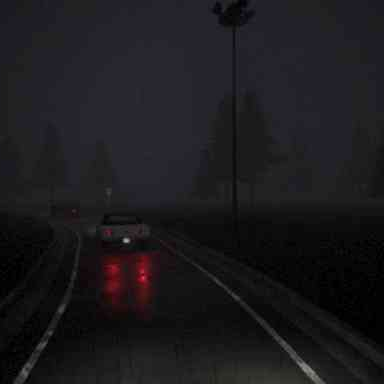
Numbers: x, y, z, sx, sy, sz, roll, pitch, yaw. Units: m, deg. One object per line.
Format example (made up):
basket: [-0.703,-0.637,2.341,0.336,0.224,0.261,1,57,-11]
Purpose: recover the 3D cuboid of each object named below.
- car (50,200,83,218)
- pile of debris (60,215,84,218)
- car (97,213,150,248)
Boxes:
car: [-11.699,1.489,30.826,1.882,1.535,5.008,0,0,-37]
pile of debris: [-10.792,2.186,29.883,1.500,0.140,1.860,0,0,-37]
car: [-3.273,1.594,15.009,1.895,1.301,4.718,0,0,-19]
